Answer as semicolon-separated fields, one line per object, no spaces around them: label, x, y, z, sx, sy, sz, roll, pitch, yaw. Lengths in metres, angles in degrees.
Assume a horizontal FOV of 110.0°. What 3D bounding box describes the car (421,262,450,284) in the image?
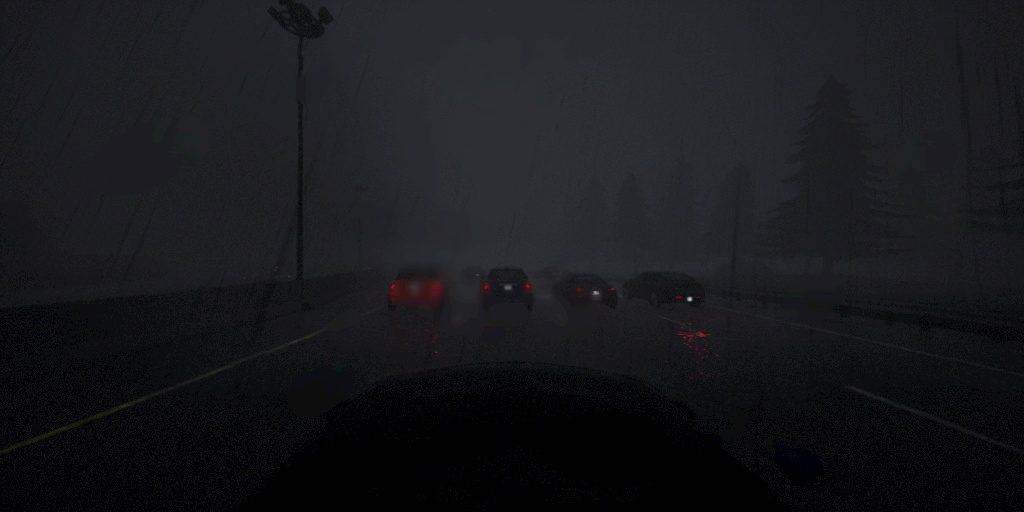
car;-6.761;1.427;31.295;2.097;1.767;4.553;0;-1;-17

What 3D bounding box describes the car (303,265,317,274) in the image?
car;-30.371;1.920;53.333;1.895;1.301;4.718;1;-1;-39

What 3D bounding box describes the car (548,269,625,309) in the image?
car;3.144;1.473;16.087;1.994;1.385;4.181;0;-1;-6

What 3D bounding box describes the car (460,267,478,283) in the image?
car;-3.406;1.651;32.283;1.994;1.385;4.181;0;-1;-17

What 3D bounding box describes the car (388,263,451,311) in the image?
car;-3.832;1.254;15.544;2.097;1.767;4.553;0;-1;-5

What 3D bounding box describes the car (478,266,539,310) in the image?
car;-0.339;1.256;15.751;2.097;1.767;4.553;0;-1;-5

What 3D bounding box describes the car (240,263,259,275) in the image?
car;-35.757;1.761;48.778;2.128;1.511;4.902;1;-1;-40

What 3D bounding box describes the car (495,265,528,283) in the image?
car;-0.137;1.626;33.553;1.812;1.442;4.674;0;0;-17

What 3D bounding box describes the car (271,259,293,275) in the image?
car;-31.876;1.499;49.606;2.150;2.045;5.566;1;-1;-38

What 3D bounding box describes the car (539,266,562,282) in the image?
car;3.658;1.644;33.152;2.033;1.411;5.357;0;-1;-16

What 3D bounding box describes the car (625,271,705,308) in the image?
car;6.642;1.417;16.255;1.837;1.490;4.892;0;0;-5
